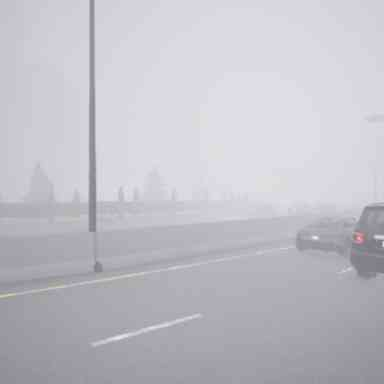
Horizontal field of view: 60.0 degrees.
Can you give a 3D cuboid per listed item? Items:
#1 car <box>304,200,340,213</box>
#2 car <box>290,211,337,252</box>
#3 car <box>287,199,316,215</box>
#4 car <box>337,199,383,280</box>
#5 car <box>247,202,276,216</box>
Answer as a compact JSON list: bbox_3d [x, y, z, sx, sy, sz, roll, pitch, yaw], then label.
[{"bbox_3d":[12.965,1.806,32.524,2.128,1.511,4.902,0,-1,35],"label":"car"},{"bbox_3d":[6.015,1.678,13.663,4.181,1.385,1.994,1,-1,-43],"label":"car"},{"bbox_3d":[12.300,1.865,37.775,2.128,1.511,4.902,0,-1,32],"label":"car"},{"bbox_3d":[6.427,1.299,9.230,5.566,2.045,2.150,1,-1,-42],"label":"car"},{"bbox_3d":[7.835,1.852,37.380,2.128,1.511,4.902,0,-1,34],"label":"car"}]
